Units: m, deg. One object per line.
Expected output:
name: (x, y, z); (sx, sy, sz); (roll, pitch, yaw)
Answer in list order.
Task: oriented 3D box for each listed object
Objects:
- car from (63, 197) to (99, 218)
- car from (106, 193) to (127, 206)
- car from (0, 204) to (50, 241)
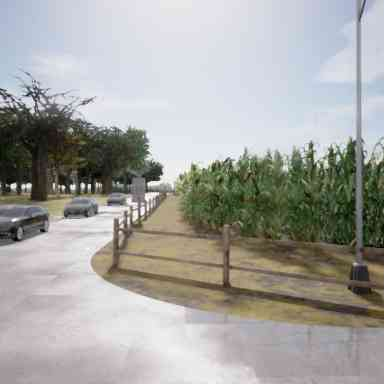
car: (-8.827, 1.201, 26.789); (1.837, 1.490, 4.892); (1, 1, -2)
car: (-9.438, 0.898, 41.842); (1.837, 1.490, 4.892); (1, 2, -2)
car: (-8.364, 1.354, 15.739); (1.837, 1.490, 4.892); (1, 1, -3)
